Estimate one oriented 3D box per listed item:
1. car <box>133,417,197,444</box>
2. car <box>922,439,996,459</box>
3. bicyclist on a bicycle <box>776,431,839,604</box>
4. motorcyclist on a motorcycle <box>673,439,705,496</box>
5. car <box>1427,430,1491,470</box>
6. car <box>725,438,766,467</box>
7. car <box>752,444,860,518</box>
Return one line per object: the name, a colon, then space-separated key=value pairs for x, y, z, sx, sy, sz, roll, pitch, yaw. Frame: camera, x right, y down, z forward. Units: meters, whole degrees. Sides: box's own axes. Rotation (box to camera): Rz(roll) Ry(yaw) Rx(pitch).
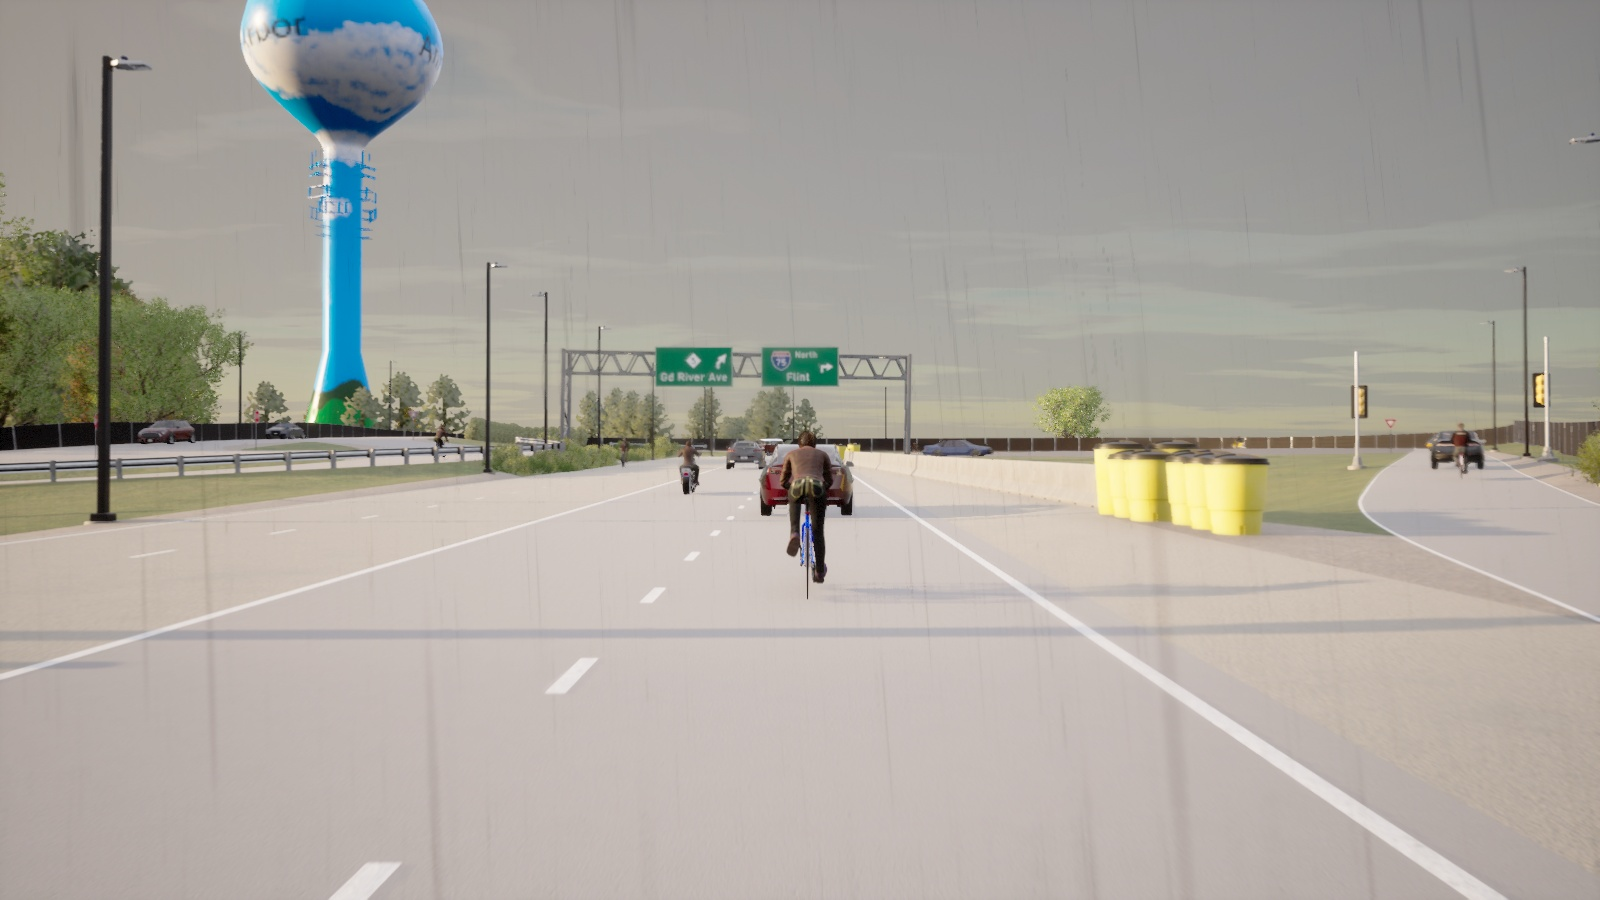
car: x=-43.807 y=-1.355 z=86.779 sx=2.097 sy=1.767 sz=4.553 roll=0 pitch=2 yaw=0
car: x=12.306 y=-0.069 z=97.129 sx=5.357 sy=1.411 sz=2.033 roll=-1 pitch=-1 yaw=21
bicyclist on a bicycle: x=0.073 y=0.634 z=12.618 sx=0.582 sy=1.620 sz=1.656 roll=0 pitch=0 yaw=0
motorcyclist on a motorcycle: x=-3.318 y=0.499 z=37.723 sx=0.766 sy=1.649 sz=2.350 roll=0 pitch=0 yaw=0
car: x=26.196 y=-0.021 z=49.987 sx=2.128 sy=1.511 sz=4.902 roll=0 pitch=1 yaw=27
car: x=-3.162 y=0.114 z=73.726 sx=2.152 sy=1.651 sz=5.027 roll=0 pitch=0 yaw=0
car: x=0.138 y=0.605 z=27.624 sx=2.163 sy=1.488 sz=4.792 roll=0 pitch=0 yaw=0
